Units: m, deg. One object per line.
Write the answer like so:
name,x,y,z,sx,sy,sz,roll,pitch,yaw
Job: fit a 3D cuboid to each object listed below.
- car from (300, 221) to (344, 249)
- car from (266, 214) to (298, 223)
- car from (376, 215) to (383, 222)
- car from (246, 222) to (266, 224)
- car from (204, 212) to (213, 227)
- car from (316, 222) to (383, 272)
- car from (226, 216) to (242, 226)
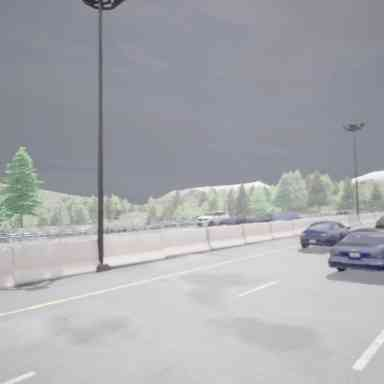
car,7.469,2.298,18.118,1.812,1.442,4.674,-5,-4,42
car,10.757,3.212,37.676,1.882,1.535,5.008,-5,-4,42
car,17.881,2.634,29.633,1.994,1.385,4.181,-5,-4,42
car,8.921,3.470,40.850,1.837,1.490,4.892,-5,-4,42
car,2.895,3.585,44.631,2.150,2.045,5.566,-5,-4,42
car,6.641,2.012,11.980,2.033,1.411,5.357,-5,-4,42
car,5.597,3.703,42.382,2.033,1.411,5.357,-5,-4,42
